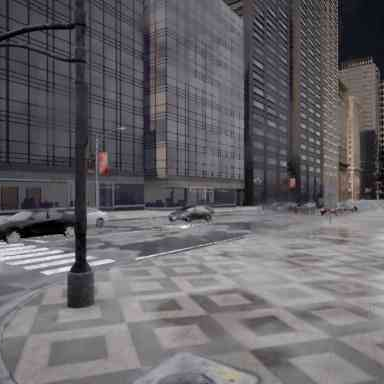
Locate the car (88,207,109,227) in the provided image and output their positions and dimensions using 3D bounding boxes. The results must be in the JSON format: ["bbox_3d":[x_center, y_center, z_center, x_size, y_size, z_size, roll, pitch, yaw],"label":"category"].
[{"bbox_3d":[-7.947,1.757,23.013,1.812,1.442,4.674,0,-1,37],"label":"car"}]

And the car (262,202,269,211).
[{"bbox_3d":[12.408,2.228,51.074,1.812,1.442,4.674,0,-1,36],"label":"car"}]

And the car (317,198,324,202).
[{"bbox_3d":[20.709,1.963,51.474,2.150,2.045,5.566,0,-1,36],"label":"car"}]

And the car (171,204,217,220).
[{"bbox_3d":[0.362,1.970,34.530,2.033,1.411,5.357,0,-1,36],"label":"car"}]

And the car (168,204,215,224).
[{"bbox_3d":[-0.034,1.865,28.422,1.812,1.442,4.674,0,-1,36],"label":"car"}]

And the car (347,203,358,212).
[{"bbox_3d":[23.327,2.276,49.546,2.033,1.411,5.357,0,-1,36],"label":"car"}]

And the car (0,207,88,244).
[{"bbox_3d":[-8.064,1.628,16.962,1.882,1.535,5.008,0,-1,32],"label":"car"}]

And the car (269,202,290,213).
[{"bbox_3d":[13.087,2.133,46.518,2.128,1.511,4.902,0,-1,36],"label":"car"}]

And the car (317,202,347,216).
[{"bbox_3d":[17.464,2.194,41.330,1.895,1.301,4.718,0,-1,36],"label":"car"}]

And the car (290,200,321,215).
[{"bbox_3d":[14.807,2.110,43.204,1.837,1.490,4.892,0,-1,36],"label":"car"}]
